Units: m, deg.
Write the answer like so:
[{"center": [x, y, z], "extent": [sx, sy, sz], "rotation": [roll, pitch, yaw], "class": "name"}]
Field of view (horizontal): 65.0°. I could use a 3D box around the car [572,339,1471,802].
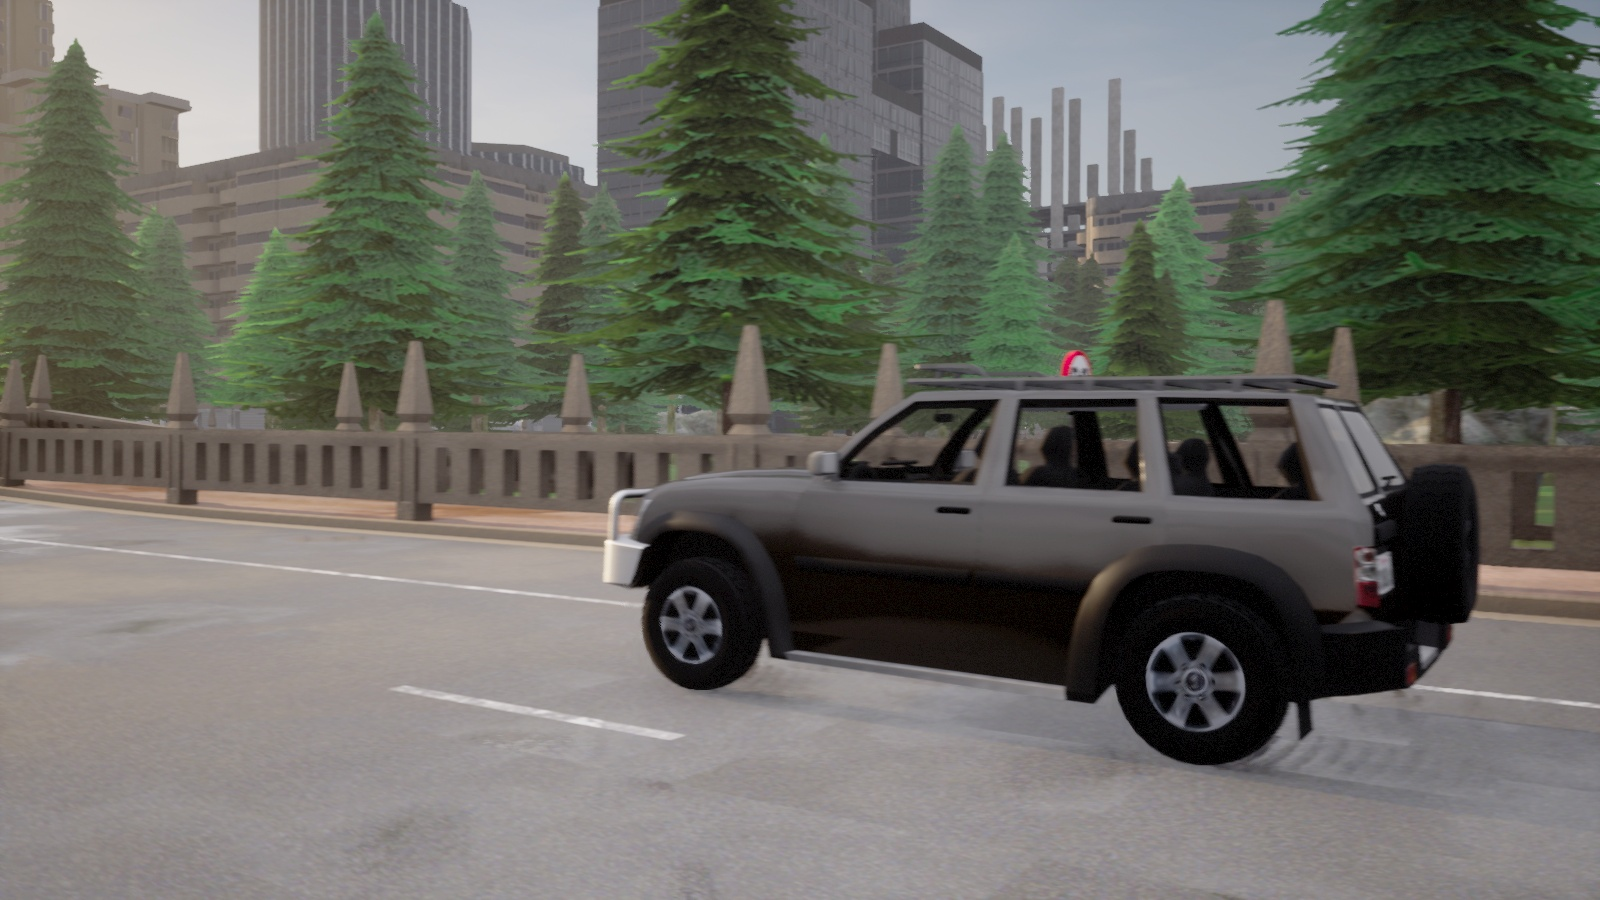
[{"center": [1.086, 0.454, 7.101], "extent": [4.605, 1.855, 1.932], "rotation": [0, 1, 34], "class": "car"}]
